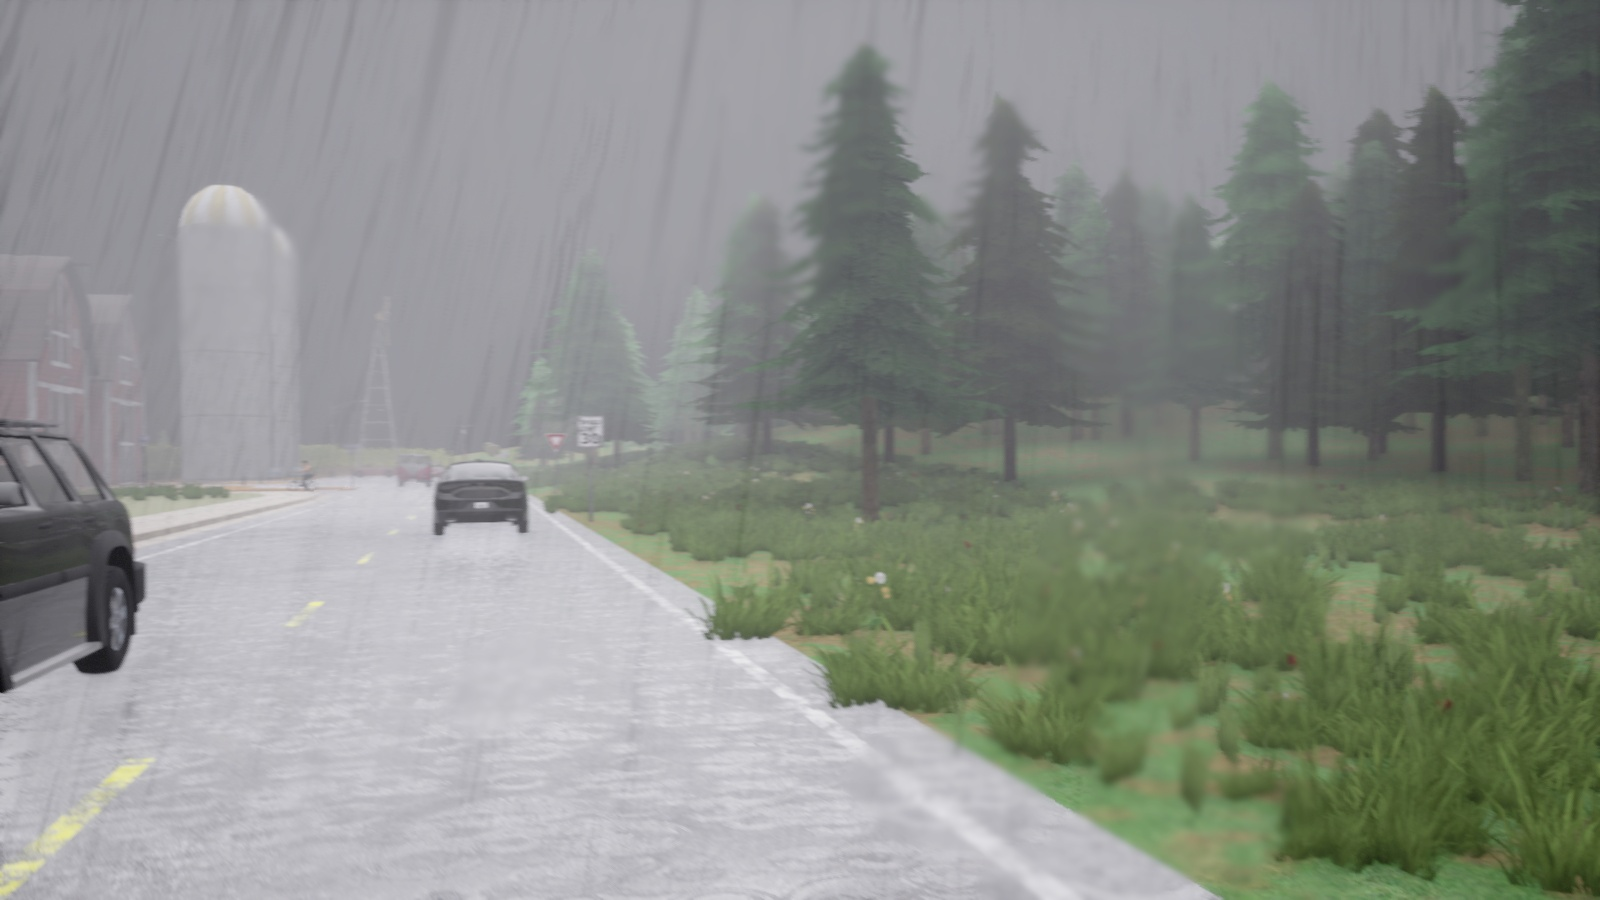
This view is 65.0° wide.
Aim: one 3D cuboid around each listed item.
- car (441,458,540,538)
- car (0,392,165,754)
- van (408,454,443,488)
[{"bbox_3d":[-6.696,0.961,27.161,1.882,1.535,5.008,0,0,-14],"label":"car"},{"bbox_3d":[-5.317,0.646,7.295,1.932,1.855,4.605,0,0,-14],"label":"car"},{"bbox_3d":[-22.229,1.227,74.631,1.775,1.987,4.442,0,0,-14],"label":"van"}]
